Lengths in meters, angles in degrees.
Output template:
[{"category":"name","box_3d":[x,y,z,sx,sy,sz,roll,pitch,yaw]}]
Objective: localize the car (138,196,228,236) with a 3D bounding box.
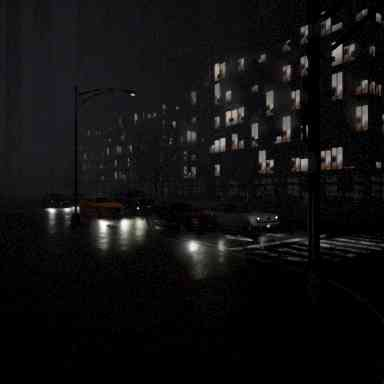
[{"category":"car","box_3d":[-0.661,1.231,17.325,1.882,1.535,5.008,0,1,-37]}]

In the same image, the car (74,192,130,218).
[{"category":"car","box_3d":[-6.977,1.043,25.373,1.882,1.535,5.008,0,1,-38]}]

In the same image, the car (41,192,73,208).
[{"category":"car","box_3d":[-14.455,0.848,34.941,1.837,1.490,4.892,0,1,-38]}]

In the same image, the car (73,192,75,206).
[{"category":"car","box_3d":[-13.459,0.771,38.955,1.882,1.535,5.008,0,1,-38]}]

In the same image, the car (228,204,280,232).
[{"category":"car","box_3d":[2.508,1.368,18.580,1.895,1.301,4.718,0,1,-39]}]

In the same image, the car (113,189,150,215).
[{"category":"car","box_3d":[-4.977,0.765,28.087,2.150,2.045,5.566,0,1,-38]}]
